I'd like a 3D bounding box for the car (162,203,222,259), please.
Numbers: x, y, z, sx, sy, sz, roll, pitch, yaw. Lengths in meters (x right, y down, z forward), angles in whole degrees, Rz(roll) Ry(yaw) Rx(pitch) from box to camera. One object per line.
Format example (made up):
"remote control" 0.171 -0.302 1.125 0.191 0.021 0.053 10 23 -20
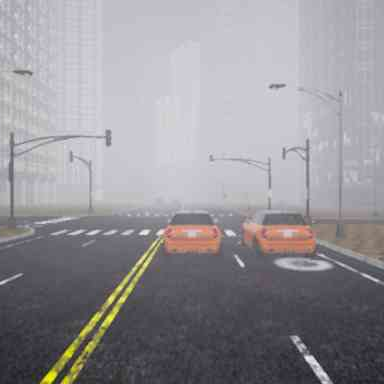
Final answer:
"car" 0.021 1.491 13.395 2.097 1.767 4.553 0 -1 0

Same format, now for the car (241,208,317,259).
"car" 3.271 1.491 13.396 2.097 1.767 4.553 0 -1 1

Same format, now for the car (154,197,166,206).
"car" -6.539 1.996 67.624 2.097 1.767 4.553 0 -1 0

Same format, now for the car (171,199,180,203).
"car" -3.290 2.166 67.715 1.812 1.442 4.674 0 0 0
